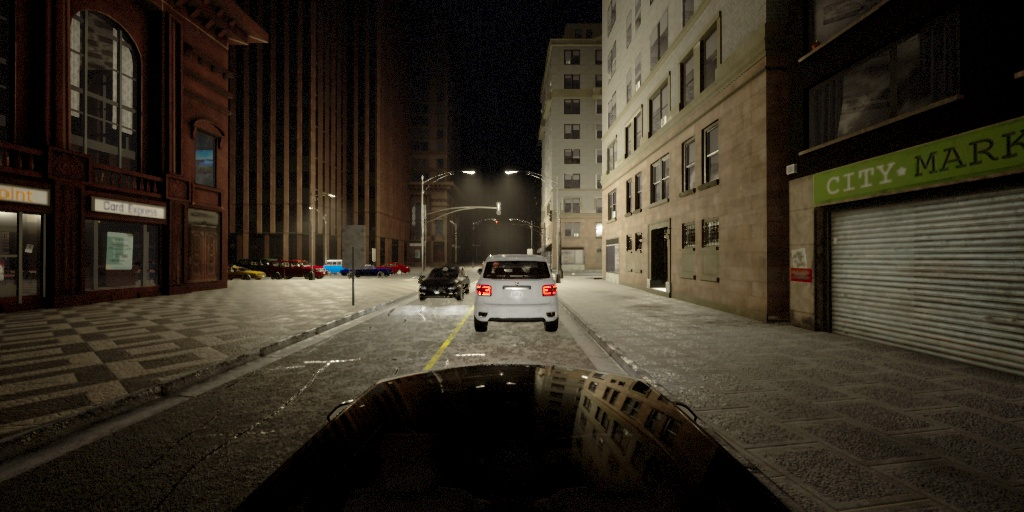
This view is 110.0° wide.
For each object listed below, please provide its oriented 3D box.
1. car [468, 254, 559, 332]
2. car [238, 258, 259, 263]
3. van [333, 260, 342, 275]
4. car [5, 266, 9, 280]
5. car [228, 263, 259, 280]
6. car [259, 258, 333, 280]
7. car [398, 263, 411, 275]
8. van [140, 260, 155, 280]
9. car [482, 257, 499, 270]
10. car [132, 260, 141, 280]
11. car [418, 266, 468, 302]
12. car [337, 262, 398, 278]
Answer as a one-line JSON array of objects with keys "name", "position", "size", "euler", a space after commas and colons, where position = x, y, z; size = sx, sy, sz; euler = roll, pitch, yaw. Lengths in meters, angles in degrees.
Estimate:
[{"name": "car", "position": [0.101, 0.974, 11.007], "size": [2.150, 2.045, 5.566], "euler": [0, 0, 0]}, {"name": "car", "position": [-24.107, 1.247, 35.276], "size": [5.566, 2.045, 2.150], "euler": [-1, 0, -1]}, {"name": "van", "position": [-19.597, 1.340, 41.221], "size": [3.998, 1.789, 1.690], "euler": [0, 0, 0]}, {"name": "car", "position": [-47.740, 1.849, 32.798], "size": [4.403, 1.370, 2.007], "euler": [0, 0, 0]}, {"name": "car", "position": [-25.074, 1.552, 32.715], "size": [4.829, 1.417, 1.751], "euler": [0, 0, 0]}, {"name": "car", "position": [-19.619, 1.273, 32.695], "size": [5.009, 1.841, 2.192], "euler": [0, 0, 0]}, {"name": "car", "position": [-13.973, 1.477, 41.200], "size": [4.507, 1.381, 1.888], "euler": [0, 0, 0]}, {"name": "van", "position": [-30.867, 1.435, 32.736], "size": [3.998, 1.789, 1.690], "euler": [0, 0, 0]}, {"name": "car", "position": [-3.108, 1.097, 51.725], "size": [2.097, 1.767, 4.553], "euler": [0, 0, 1]}, {"name": "car", "position": [-34.463, 1.372, 35.333], "size": [5.566, 2.045, 2.150], "euler": [-1, 0, 0]}, {"name": "car", "position": [-3.116, 1.259, 17.243], "size": [1.837, 1.490, 4.892], "euler": [0, 0, 0]}, {"name": "car", "position": [-14.143, 1.506, 35.246], "size": [4.718, 1.301, 1.895], "euler": [-1, 0, 0]}]
